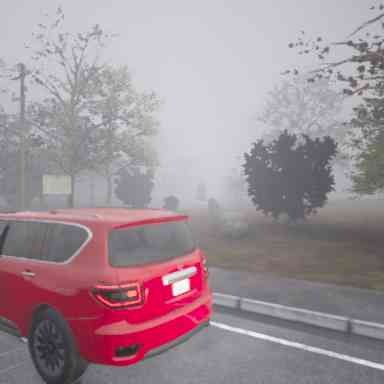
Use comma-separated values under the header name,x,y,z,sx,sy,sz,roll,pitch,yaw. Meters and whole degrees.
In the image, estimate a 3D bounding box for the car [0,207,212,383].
name,x,y,z,sx,sy,sz,roll,pitch,yaw
car,-2.320,1.283,5.641,5.566,2.045,2.150,-1,0,35
